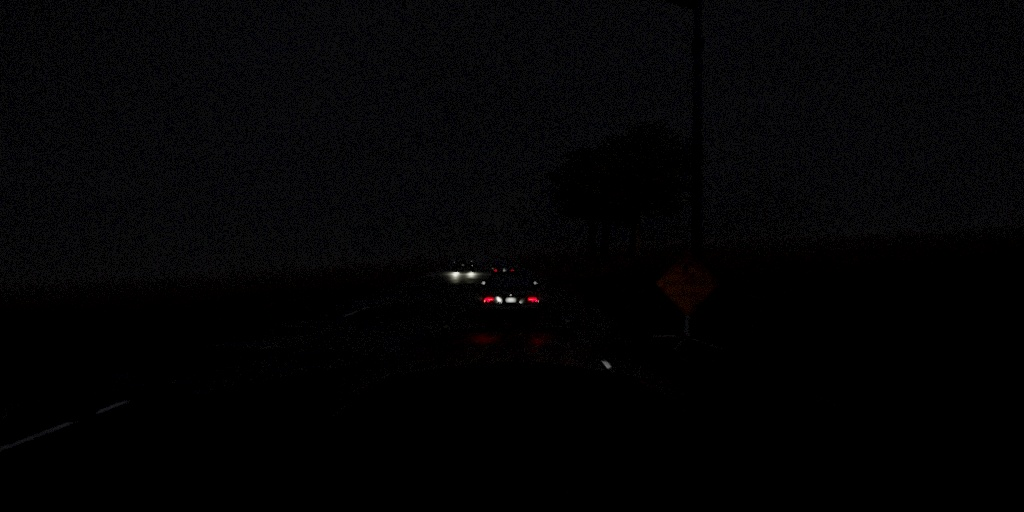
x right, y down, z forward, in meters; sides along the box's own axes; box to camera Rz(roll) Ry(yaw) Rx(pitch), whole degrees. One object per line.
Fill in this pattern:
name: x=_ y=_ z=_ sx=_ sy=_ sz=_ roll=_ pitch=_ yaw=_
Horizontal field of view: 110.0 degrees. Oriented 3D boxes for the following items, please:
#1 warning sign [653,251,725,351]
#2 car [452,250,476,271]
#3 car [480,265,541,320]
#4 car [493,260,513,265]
warning sign: x=3.513 y=0.832 z=7.225 sx=1.300 sy=1.860 sz=1.060 roll=0 pitch=0 yaw=-1
car: x=-5.092 y=0.469 z=38.417 sx=2.150 sy=2.045 sz=5.566 roll=0 pitch=1 yaw=-4
car: x=-0.078 y=1.222 z=12.250 sx=2.033 sy=1.411 sz=5.357 roll=0 pitch=1 yaw=-1
car: x=-0.698 y=1.007 z=27.919 sx=2.033 sy=1.411 sz=5.357 roll=0 pitch=1 yaw=-3
